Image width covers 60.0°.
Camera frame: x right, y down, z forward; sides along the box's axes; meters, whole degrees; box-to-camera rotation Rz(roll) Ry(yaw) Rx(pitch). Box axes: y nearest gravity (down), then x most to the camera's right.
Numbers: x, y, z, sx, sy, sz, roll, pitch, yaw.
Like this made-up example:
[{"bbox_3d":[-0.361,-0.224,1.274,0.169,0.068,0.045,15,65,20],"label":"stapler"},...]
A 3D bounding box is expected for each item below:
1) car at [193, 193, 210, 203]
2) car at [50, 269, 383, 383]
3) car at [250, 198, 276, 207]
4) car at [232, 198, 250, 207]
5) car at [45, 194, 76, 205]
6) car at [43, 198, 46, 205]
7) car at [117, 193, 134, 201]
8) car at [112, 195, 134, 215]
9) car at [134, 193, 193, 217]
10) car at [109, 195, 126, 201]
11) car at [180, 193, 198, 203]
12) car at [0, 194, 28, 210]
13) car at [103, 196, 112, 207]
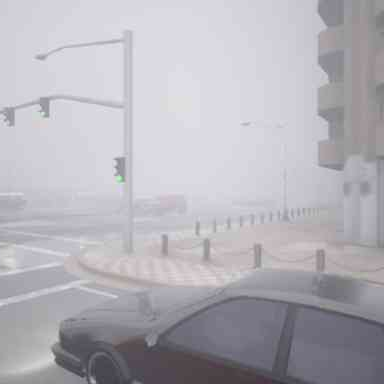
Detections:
[{"bbox_3d":[1.785,1.220,68.734,1.932,1.855,4.605,0,0,36],"label":"car"},{"bbox_3d":[0.988,1.547,3.253,5.357,1.411,2.033,0,0,32],"label":"car"},{"bbox_3d":[11.315,1.658,51.939,1.895,1.301,4.718,0,0,36],"label":"car"},{"bbox_3d":[8.062,1.624,53.422,1.994,1.385,4.181,0,0,36],"label":"car"},{"bbox_3d":[-26.701,1.241,67.712,1.932,1.855,4.605,0,0,36],"label":"car"},{"bbox_3d":[-29.011,1.453,69.459,1.784,1.438,3.905,0,0,36],"label":"car"},{"bbox_3d":[-16.462,1.239,81.929,1.905,1.878,3.866,0,0,36],"label":"car"},{"bbox_3d":[-5.603,1.419,34.476,2.097,1.767,4.553,0,0,36],"label":"car"},{"bbox_3d":[-2.670,1.284,32.562,2.150,2.045,5.566,0,0,36],"label":"car"},{"bbox_3d":[-18.803,1.480,83.633,1.970,1.475,3.806,0,0,36],"label":"car"},{"bbox_3d":[-0.530,1.225,70.472,1.905,1.878,3.866,0,0,36],"label":"car"},{"bbox_3d":[-26.464,1.479,49.026,1.970,1.475,3.806,0,0,36],"label":"car"},{"bbox_3d":[-12.948,1.471,57.894,1.970,1.475,3.806,0,0,36],"label":"car"}]
